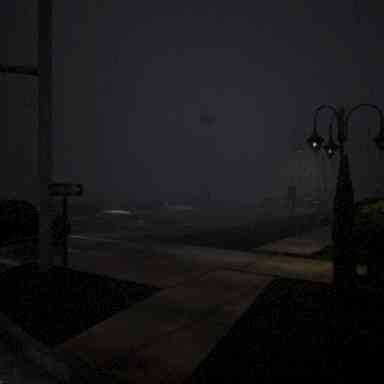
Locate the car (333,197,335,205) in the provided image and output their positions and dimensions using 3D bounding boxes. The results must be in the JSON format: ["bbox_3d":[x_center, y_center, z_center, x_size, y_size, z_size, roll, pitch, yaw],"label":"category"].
[{"bbox_3d":[23.300,1.519,54.054,1.882,1.535,5.008,0,0,36],"label":"car"}]

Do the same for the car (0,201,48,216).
[{"bbox_3d":[-17.742,1.684,35.261,1.994,1.385,4.181,0,0,36],"label":"car"}]

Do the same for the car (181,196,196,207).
[{"bbox_3d":[0.484,1.598,54.272,2.128,1.511,4.902,0,0,36],"label":"car"}]

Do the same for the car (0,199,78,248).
[{"bbox_3d":[-7.114,1.266,12.456,2.150,2.045,5.566,-2,-1,20],"label":"car"}]

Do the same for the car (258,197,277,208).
[{"bbox_3d":[11.632,1.571,49.843,1.837,1.490,4.892,0,0,37],"label":"car"}]

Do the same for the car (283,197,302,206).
[{"bbox_3d":[17.644,1.630,58.177,1.994,1.385,4.181,0,0,36],"label":"car"}]

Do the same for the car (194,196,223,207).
[{"bbox_3d":[2.831,1.695,51.560,1.895,1.301,4.718,0,0,36],"label":"car"}]

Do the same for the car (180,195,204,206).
[{"bbox_3d":[0.053,1.469,59.574,2.097,1.767,4.553,0,0,37],"label":"car"}]

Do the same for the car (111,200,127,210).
[{"bbox_3d":[-7.844,1.671,42.891,1.994,1.385,4.181,0,0,36],"label":"car"}]

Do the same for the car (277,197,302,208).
[{"bbox_3d":[14.677,1.546,48.071,2.128,1.511,4.902,0,0,36],"label":"car"}]

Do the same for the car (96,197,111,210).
[{"bbox_3d":[-12.173,1.475,42.897,2.097,1.767,4.553,0,-1,36],"label":"car"}]

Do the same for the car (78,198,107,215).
[{"bbox_3d":[-11.271,1.643,32.264,2.033,1.411,5.357,0,0,36],"label":"car"}]

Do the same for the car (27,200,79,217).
[{"bbox_3d":[-14.208,1.633,34.169,1.812,1.442,4.674,0,0,36],"label":"car"}]

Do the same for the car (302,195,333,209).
[{"bbox_3d":[17.320,1.534,45.761,2.128,1.511,4.902,0,0,37],"label":"car"}]

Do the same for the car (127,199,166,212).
[{"bbox_3d":[-5.172,1.598,40.607,1.837,1.490,4.892,0,0,37],"label":"car"}]
